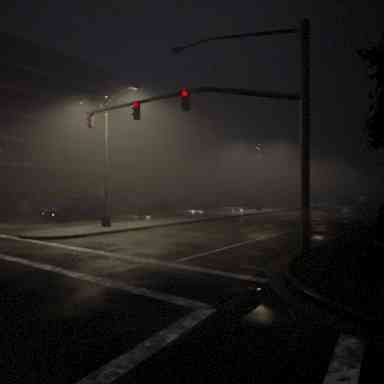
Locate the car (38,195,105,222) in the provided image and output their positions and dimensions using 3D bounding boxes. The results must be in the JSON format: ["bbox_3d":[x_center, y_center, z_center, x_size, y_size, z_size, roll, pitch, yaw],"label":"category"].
[{"bbox_3d":[-9.498,1.264,27.089,2.150,2.045,5.566,0,0,36],"label":"car"}]

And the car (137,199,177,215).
[{"bbox_3d":[-3.633,1.518,35.187,1.882,1.535,5.008,0,0,36],"label":"car"}]

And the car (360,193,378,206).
[{"bbox_3d":[28.756,1.227,54.016,2.150,2.045,5.566,0,0,36],"label":"car"}]

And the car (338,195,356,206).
[{"bbox_3d":[26.689,1.364,57.128,2.097,1.767,4.553,0,0,36],"label":"car"}]

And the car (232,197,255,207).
[{"bbox_3d":[8.020,1.541,51.217,1.837,1.490,4.892,0,0,36],"label":"car"}]

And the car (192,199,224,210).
[{"bbox_3d":[2.154,1.586,43.178,2.033,1.411,5.357,0,0,36],"label":"car"}]
